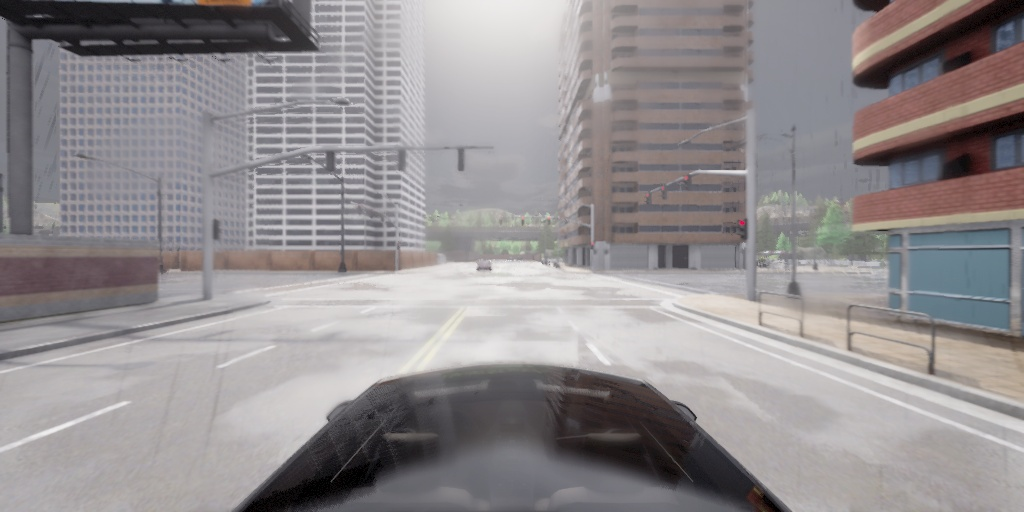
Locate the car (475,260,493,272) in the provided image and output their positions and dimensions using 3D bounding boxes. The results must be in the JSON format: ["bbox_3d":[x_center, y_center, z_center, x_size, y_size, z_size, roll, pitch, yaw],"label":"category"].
[{"bbox_3d":[-3.492,1.263,45.741,1.812,1.442,4.674,0,1,0],"label":"car"}]
